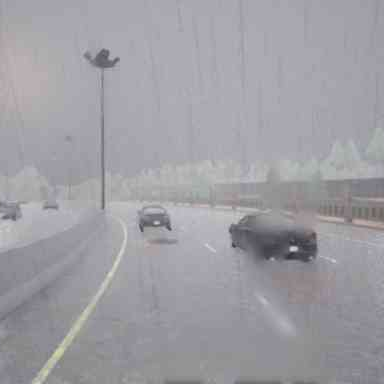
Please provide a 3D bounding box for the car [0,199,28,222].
[{"bbox_3d":[-15.565,1.650,28.013,2.128,1.511,4.902,0,0,-20],"label":"car"}]

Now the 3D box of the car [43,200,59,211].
[{"bbox_3d":[-19.403,1.769,45.590,2.033,1.411,5.357,0,0,-26],"label":"car"}]

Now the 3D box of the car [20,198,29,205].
[{"bbox_3d":[-33.009,1.891,65.209,2.033,1.411,5.357,0,0,-26],"label":"car"}]

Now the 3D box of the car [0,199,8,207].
[{"bbox_3d":[-33.964,1.952,59.279,1.895,1.301,4.718,0,0,-26],"label":"car"}]

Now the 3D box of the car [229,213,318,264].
[{"bbox_3d":[2.651,1.486,12.015,1.882,1.535,5.008,0,0,-6],"label":"car"}]

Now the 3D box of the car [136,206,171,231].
[{"bbox_3d":[-2.479,1.578,21.027,1.812,1.442,4.674,0,0,-12],"label":"car"}]
